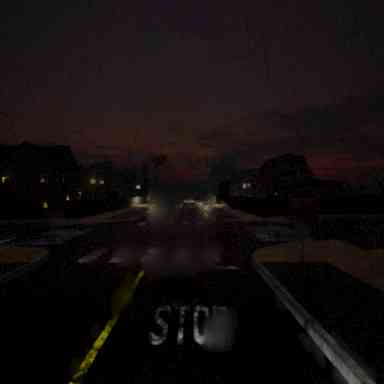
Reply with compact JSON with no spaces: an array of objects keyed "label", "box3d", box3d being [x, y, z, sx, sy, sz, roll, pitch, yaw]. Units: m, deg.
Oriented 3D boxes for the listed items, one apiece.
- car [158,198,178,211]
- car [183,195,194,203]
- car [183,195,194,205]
[{"label":"car","box3d":[-3.133,1.601,41.290,2.033,1.411,5.357,0,0,-1]},{"label":"car","box3d":[-0.763,1.436,71.558,2.097,1.767,4.553,0,0,-2]},{"label":"car","box3d":[-0.596,1.769,61.591,1.895,1.301,4.718,0,0,-1]}]
